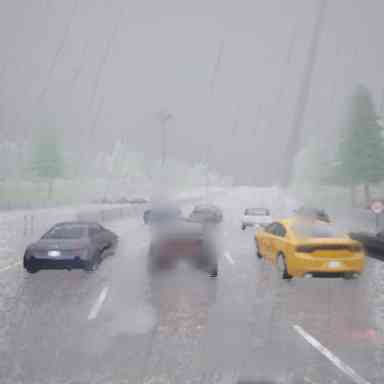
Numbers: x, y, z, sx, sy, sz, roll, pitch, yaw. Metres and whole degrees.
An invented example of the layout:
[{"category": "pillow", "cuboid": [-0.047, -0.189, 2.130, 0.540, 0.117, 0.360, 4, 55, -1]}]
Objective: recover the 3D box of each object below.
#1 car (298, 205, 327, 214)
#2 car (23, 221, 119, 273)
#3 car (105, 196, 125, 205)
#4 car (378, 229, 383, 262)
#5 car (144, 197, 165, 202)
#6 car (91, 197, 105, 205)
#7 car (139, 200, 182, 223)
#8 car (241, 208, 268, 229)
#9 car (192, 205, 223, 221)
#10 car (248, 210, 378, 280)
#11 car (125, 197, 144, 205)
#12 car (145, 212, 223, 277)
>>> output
[{"category": "car", "cuboid": [8.000, 1.623, 22.504, 1.837, 1.490, 4.892, 0, 0, 12]}, {"category": "car", "cuboid": [-3.746, 1.647, 11.003, 1.994, 1.385, 4.181, 0, 0, -1]}, {"category": "car", "cuboid": [-12.938, 1.484, 59.159, 2.128, 1.511, 4.902, 0, 1, 13]}, {"category": "car", "cuboid": [6.709, 1.661, 10.237, 1.895, 1.301, 4.718, 0, 0, -2]}, {"category": "car", "cuboid": [-6.069, 1.510, 57.832, 2.033, 1.411, 5.357, 0, 1, 13]}, {"category": "car", "cuboid": [-16.402, 1.574, 59.645, 1.994, 1.385, 4.181, 0, 1, 13]}, {"category": "car", "cuboid": [-2.117, 1.636, 25.366, 1.882, 1.535, 5.008, 0, 0, 12]}, {"category": "car", "cuboid": [4.406, 1.732, 22.458, 1.895, 1.301, 4.718, 0, 0, 12]}, {"category": "car", "cuboid": [1.089, 1.638, 23.647, 2.128, 1.511, 4.902, 0, 0, 12]}, {"category": "car", "cuboid": [3.227, 1.543, 10.178, 1.882, 1.535, 5.008, 0, 0, -2]}, {"category": "car", "cuboid": [-9.514, 1.579, 58.436, 1.895, 1.301, 4.718, 0, 1, 13]}, {"category": "car", "cuboid": [-0.260, 1.576, 10.495, 1.837, 1.490, 4.892, 0, -1, -1]}]
